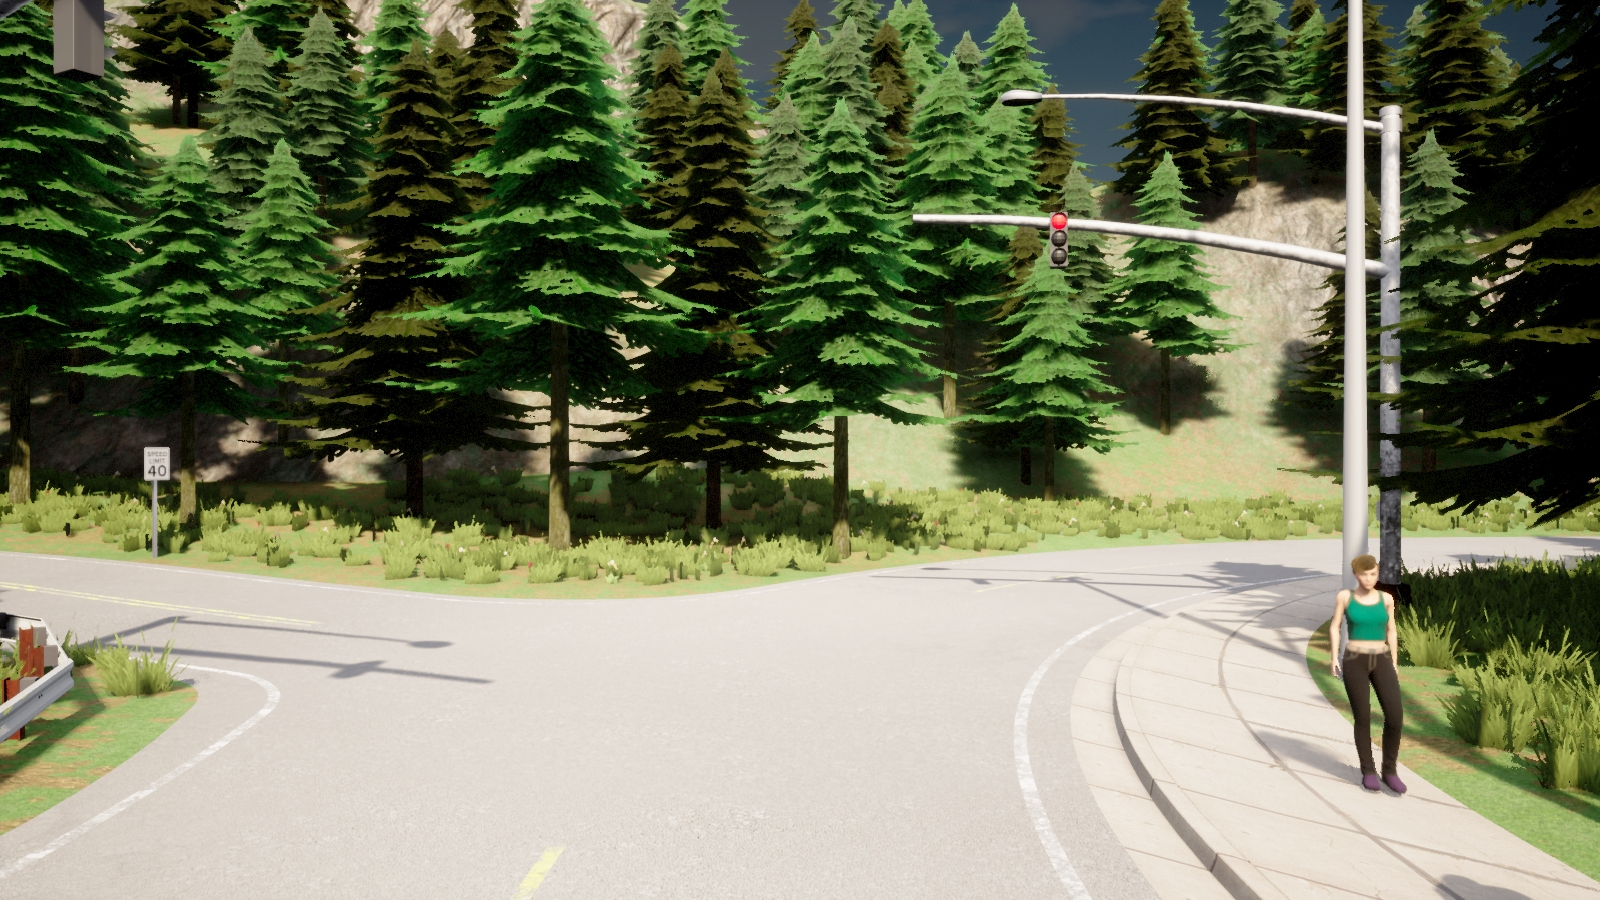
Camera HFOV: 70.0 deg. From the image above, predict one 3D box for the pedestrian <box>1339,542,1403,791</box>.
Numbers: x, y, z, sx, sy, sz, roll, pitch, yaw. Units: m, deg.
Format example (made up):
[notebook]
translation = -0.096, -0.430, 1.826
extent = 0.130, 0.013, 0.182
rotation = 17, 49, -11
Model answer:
[pedestrian]
translation = 4.464, 1.669, 8.943
extent = 0.375, 1.860, 0.375
rotation = 0, 0, 13
